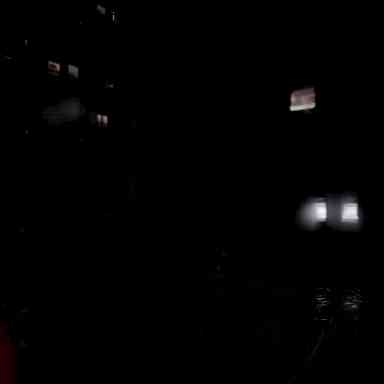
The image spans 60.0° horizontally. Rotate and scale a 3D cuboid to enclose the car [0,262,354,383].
[{"bbox_3d":[-0.672,1.465,3.356,4.097,1.590,1.967,-1,-1,36],"label":"car"}]
